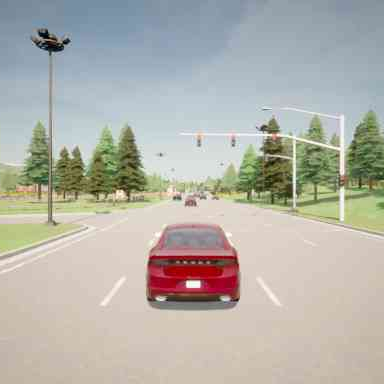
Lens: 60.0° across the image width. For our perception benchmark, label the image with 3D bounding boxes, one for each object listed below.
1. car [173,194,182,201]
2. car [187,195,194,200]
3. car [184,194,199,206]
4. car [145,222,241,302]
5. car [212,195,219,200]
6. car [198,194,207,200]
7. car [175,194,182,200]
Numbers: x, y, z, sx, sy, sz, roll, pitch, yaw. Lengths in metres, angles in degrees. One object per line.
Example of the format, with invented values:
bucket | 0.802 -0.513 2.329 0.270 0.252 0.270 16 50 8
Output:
car | -3.807 1.469 83.544 1.882 1.535 5.008 0 0 0
car | -0.345 1.427 94.007 1.895 1.301 4.718 0 0 0
car | -0.193 1.525 52.944 1.812 1.442 4.674 0 0 0
car | 0.033 1.478 8.342 1.882 1.535 5.008 0 0 0
car | 6.653 1.525 94.416 2.128 1.511 4.902 0 0 0
car | 3.153 1.524 94.403 1.812 1.442 4.674 0 0 0
car | -3.845 1.310 93.964 1.882 1.535 5.008 0 0 0
